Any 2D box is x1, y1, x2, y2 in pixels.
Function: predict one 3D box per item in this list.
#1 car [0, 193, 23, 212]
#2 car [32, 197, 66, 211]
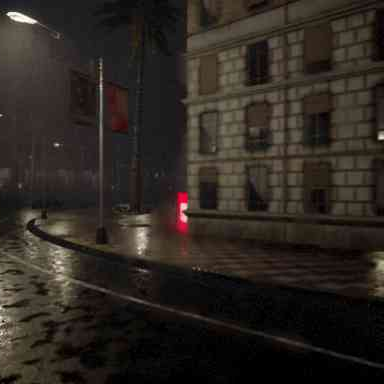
[{"bbox_3d":[-21.020,1.119,36.811,2.150,2.045,5.566,0,0,3],"label":"car"},{"bbox_3d":[-17.096,1.380,40.024,1.882,1.535,5.008,0,0,8],"label":"car"}]
